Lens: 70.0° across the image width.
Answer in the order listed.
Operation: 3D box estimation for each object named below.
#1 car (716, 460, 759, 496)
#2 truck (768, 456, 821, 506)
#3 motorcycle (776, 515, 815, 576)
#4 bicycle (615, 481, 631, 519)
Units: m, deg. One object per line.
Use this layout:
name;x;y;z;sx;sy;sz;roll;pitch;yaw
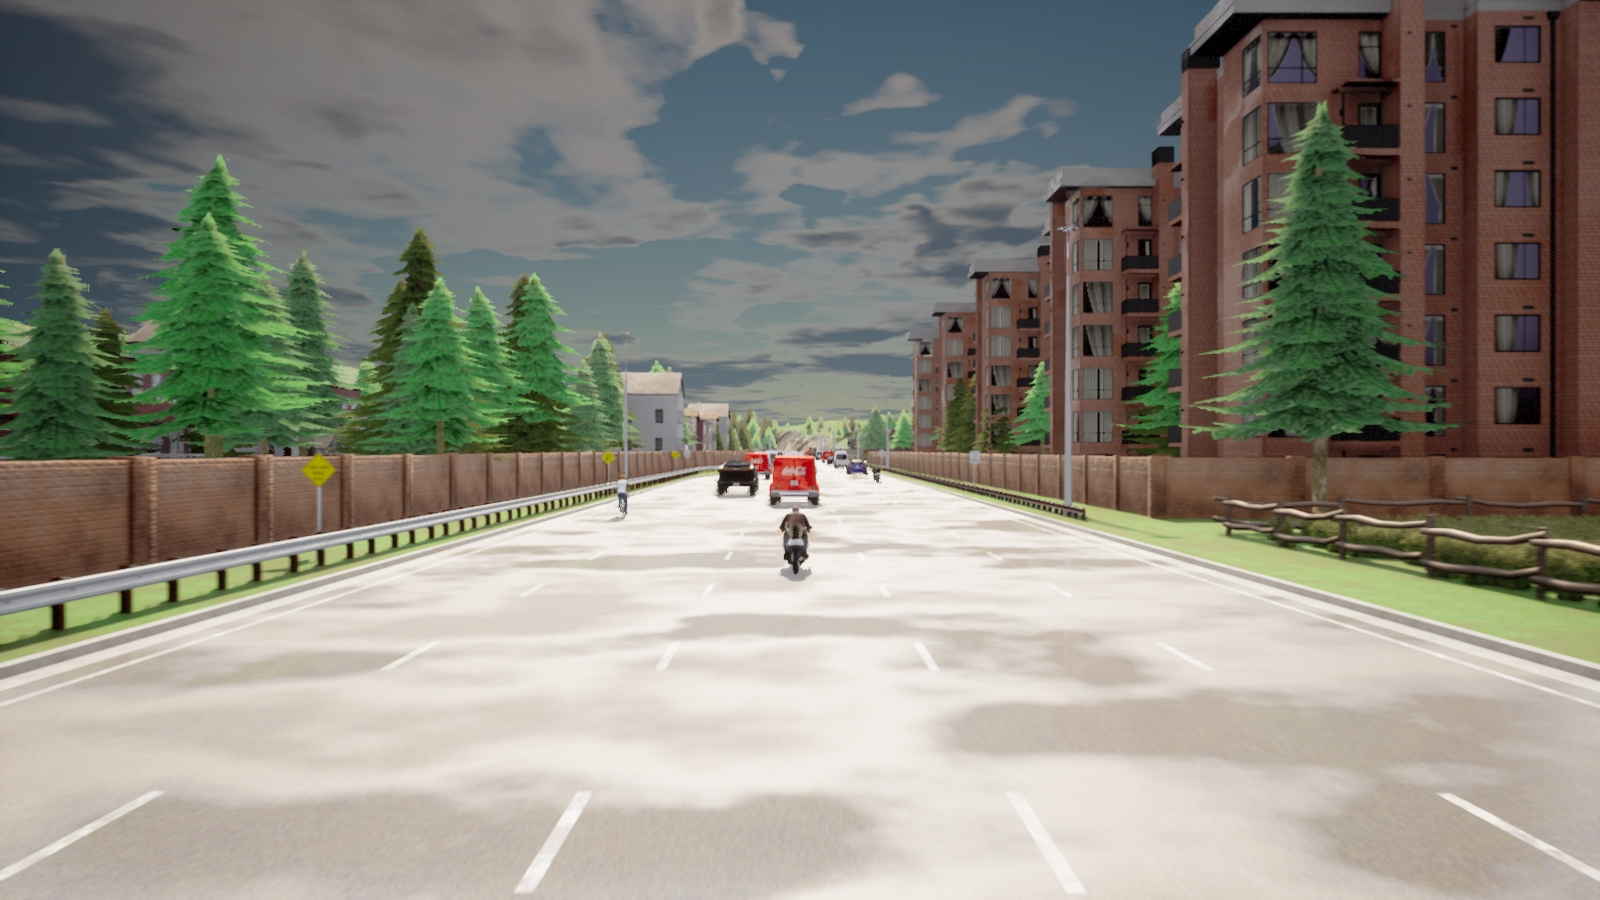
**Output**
car;-3.865;1.730;71.986;2.390;2.098;6.274;0;0;0
truck;-0.296;1.549;59.847;2.627;2.467;5.204;0;0;0
motorcycle;-0.103;2.196;26.627;0.867;1.251;2.209;0;0;0
bicycle;-7.228;2.041;46.681;0.373;1.496;1.643;0;0;0
